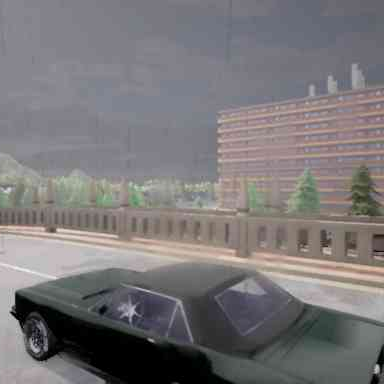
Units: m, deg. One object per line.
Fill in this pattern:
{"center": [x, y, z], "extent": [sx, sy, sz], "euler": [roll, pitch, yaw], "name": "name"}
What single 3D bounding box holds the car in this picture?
{"center": [-0.284, 1.588, 4.195], "extent": [4.718, 1.301, 1.895], "euler": [0, 0, 35], "name": "car"}
